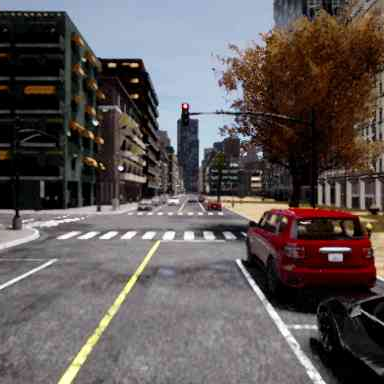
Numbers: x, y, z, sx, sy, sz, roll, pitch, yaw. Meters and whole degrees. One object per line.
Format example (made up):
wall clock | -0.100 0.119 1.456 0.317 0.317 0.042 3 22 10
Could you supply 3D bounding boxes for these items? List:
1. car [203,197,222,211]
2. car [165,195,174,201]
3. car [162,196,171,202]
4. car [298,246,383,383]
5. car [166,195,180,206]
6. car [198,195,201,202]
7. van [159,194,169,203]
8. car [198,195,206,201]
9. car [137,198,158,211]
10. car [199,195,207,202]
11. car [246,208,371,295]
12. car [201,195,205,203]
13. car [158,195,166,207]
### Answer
car | 2.687 1.548 41.006 1.887 1.381 4.507 0 0 0
car | -5.699 1.489 85.267 1.967 1.590 4.097 0 0 0
car | -5.697 1.617 74.201 1.802 1.307 4.206 0 0 0
car | 2.692 1.565 3.095 1.947 1.339 4.313 0 0 0
car | -3.004 1.548 54.652 1.812 1.442 4.674 0 0 0
car | 2.683 1.610 68.669 1.802 1.307 4.206 0 0 0
van | -5.697 1.370 68.669 1.690 1.788 3.998 0 0 0
car | 2.681 1.601 90.801 1.887 1.381 4.507 0 0 0
car | -5.693 1.555 41.005 2.008 1.369 4.403 0 0 0
car | 2.682 1.566 79.905 1.752 1.417 4.829 0 0 0
car | 2.691 1.313 8.618 2.192 1.841 5.009 0 0 0
car | 2.685 1.537 52.242 1.752 1.417 4.829 0 0 0
car | -5.695 1.563 52.071 2.008 1.369 4.403 0 0 0
